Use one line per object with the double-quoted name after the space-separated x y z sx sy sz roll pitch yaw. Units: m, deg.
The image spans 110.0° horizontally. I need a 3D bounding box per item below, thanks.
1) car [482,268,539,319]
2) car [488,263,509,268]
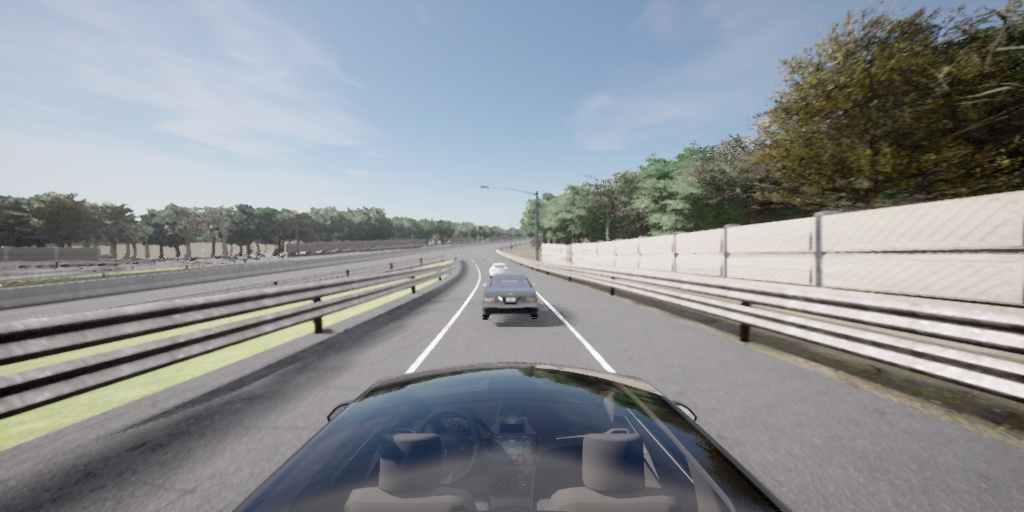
-0.104 1.336 13.042 2.033 1.411 5.357 0 0 -1 "car"
-1.197 1.383 33.310 1.812 1.442 4.674 0 0 -4 "car"
